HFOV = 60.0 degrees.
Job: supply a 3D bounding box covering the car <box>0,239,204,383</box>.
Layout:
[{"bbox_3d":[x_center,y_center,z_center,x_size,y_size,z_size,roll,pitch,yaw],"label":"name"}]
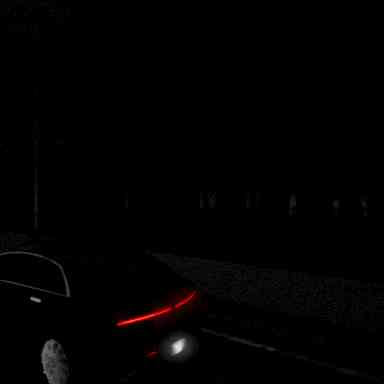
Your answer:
[{"bbox_3d":[-2.118,1.504,5.193,4.892,1.490,1.837,0,0,35],"label":"car"}]
